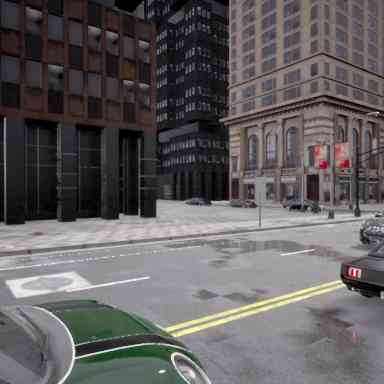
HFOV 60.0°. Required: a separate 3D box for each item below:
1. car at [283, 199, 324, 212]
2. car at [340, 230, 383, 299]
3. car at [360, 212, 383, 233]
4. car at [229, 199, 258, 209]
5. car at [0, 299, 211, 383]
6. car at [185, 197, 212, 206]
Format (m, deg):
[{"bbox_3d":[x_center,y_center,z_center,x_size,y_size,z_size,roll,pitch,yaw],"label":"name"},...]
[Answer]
[{"bbox_3d":[12.734,1.517,38.223,2.128,1.511,4.902,0,0,-35],"label":"car"},{"bbox_3d":[5.363,1.600,7.265,4.718,1.301,1.895,0,0,-35],"label":"car"},{"bbox_3d":[9.144,1.351,14.203,4.553,1.767,2.097,0,0,-36],"label":"car"},{"bbox_3d":[7.069,1.600,46.225,1.994,1.385,4.181,0,0,-36],"label":"car"},{"bbox_3d":[-1.982,1.352,2.025,4.553,1.767,2.097,0,0,-35],"label":"car"},{"bbox_3d":[1.005,1.596,54.820,2.033,1.411,5.357,0,0,-36],"label":"car"}]
